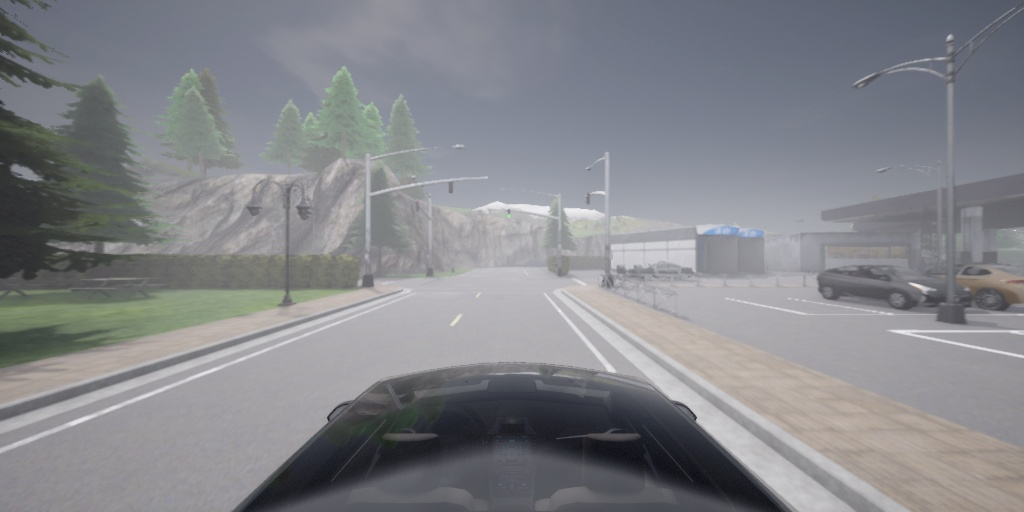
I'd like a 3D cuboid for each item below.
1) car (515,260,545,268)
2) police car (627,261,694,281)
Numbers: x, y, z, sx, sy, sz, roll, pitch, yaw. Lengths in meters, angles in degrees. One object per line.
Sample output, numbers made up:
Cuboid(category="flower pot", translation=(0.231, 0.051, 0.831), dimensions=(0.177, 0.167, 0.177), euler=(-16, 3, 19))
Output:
Cuboid(category="car", translation=(3.251, 1.401, 65.340), dimensions=(5.357, 1.411, 2.033), euler=(0, 0, -21))
Cuboid(category="police car", translation=(12.512, 1.221, 30.294), dimensions=(5.238, 1.638, 1.930), euler=(0, 0, 1))
